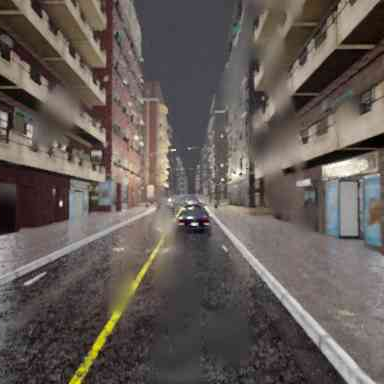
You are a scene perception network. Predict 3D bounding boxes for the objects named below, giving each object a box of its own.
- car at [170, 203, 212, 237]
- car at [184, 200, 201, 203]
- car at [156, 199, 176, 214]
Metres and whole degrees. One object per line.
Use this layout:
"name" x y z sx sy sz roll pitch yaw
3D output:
"car" 0.097 1.553 18.047 2.033 1.411 5.357 0 0 0
"car" 0.095 1.564 36.666 1.994 1.385 4.181 0 0 0
"car" -2.767 1.493 35.920 2.128 1.511 4.902 0 0 0
